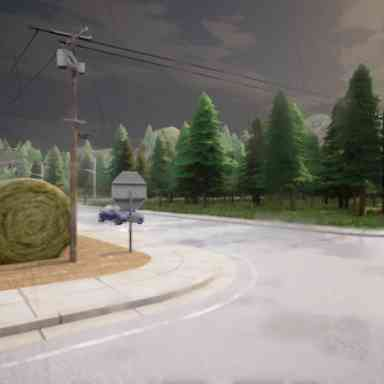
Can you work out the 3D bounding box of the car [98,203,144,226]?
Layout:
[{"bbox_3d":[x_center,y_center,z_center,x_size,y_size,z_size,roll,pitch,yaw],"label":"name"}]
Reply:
[{"bbox_3d":[-5.183,1.555,23.808,1.812,1.442,4.674,0,0,-38],"label":"car"}]
